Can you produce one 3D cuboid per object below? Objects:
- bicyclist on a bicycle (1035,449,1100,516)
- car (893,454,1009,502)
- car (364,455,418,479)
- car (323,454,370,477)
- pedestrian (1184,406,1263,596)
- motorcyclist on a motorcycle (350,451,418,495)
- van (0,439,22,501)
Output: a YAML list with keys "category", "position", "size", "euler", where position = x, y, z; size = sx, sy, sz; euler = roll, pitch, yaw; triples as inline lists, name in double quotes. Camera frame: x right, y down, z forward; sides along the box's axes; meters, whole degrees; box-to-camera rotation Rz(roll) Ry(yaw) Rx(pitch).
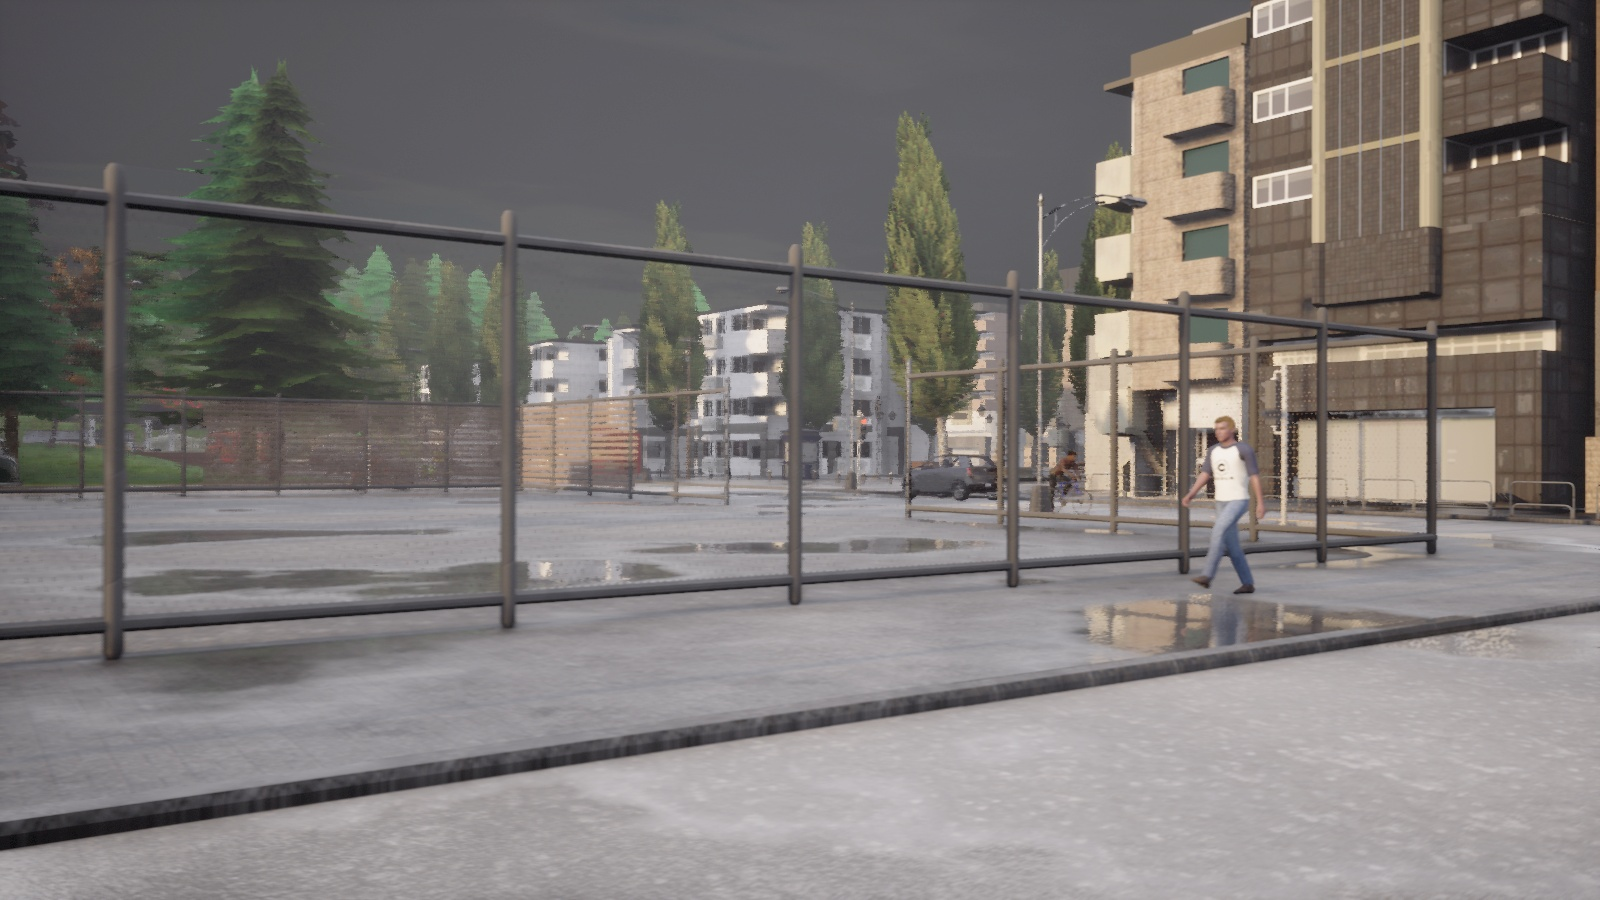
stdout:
- category: "bicyclist on a bicycle"
  position: [6.727, 0.797, 31.664]
  size: [0.582, 1.620, 1.656]
  euler: [0, 0, -35]
- category: "car"
  position: [4.921, 0.891, 41.257]
  size: [1.845, 1.501, 3.633]
  euler: [0, 0, -35]
- category: "car"
  position: [-25.397, 1.030, 77.849]
  size: [1.837, 1.490, 4.892]
  euler: [0, 0, -35]
- category: "car"
  position: [-31.128, 1.060, 86.115]
  size: [1.837, 1.490, 4.892]
  euler: [0, 0, -35]
- category: "pedestrian"
  position: [4.193, 0.492, 12.435]
  size: [0.706, 1.836, 0.354]
  euler: [0, 0, -29]
- category: "motorcyclist on a motorcycle"
  position: [-16.009, 0.869, 48.319]
  size: [2.350, 1.649, 0.766]
  euler: [0, 0, -35]
- category: "van"
  position: [-27.617, 0.656, 40.259]
  size: [4.442, 1.987, 1.775]
  euler: [0, 0, -35]
